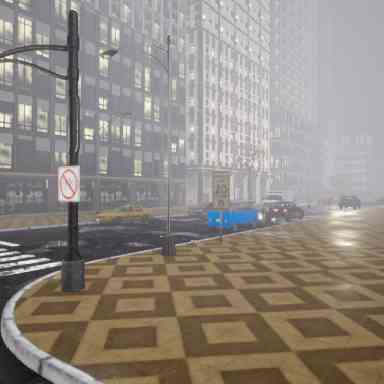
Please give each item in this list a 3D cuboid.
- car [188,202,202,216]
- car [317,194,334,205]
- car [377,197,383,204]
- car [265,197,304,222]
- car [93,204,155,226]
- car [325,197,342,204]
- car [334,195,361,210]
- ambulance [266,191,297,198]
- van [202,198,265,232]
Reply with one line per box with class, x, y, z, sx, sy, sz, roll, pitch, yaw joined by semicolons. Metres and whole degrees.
car;1.343;1.604;31.722;1.802;1.307;4.206;0;0;38
car;25.147;1.381;62.548;2.192;1.841;5.009;0;0;38
car;38.183;1.658;66.537;1.947;1.339;4.313;0;0;38
car;7.580;1.472;26.905;1.967;1.590;4.097;0;0;38
car;-4.777;1.540;24.009;1.752;1.417;4.829;0;0;38
car;28.547;1.625;66.951;2.008;1.369;4.403;0;0;38
car;21.181;1.368;44.520;2.192;1.841;5.009;0;0;38
ambulance;10.215;1.063;39.013;2.351;2.431;6.366;0;0;38
van;2.607;1.368;20.284;1.690;1.788;3.998;0;0;38
